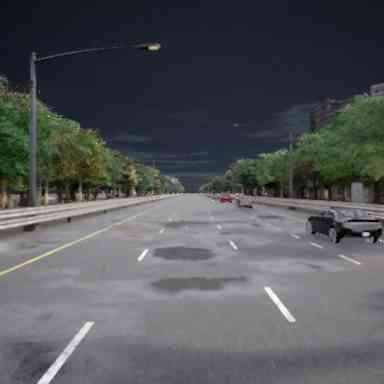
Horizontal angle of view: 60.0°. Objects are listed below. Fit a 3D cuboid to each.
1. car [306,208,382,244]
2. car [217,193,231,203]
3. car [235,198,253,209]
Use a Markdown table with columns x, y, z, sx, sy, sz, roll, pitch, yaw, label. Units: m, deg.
| x | y | z | sx | sy | sz | roll | pitch | yaw | label |
| --- | --- | --- | --- | --- | --- | --- | --- | --- | --- |
| 6.999 | 1.497 | 15.808 | 2.128 | 1.511 | 4.902 | 0 | 0 | 0 | car |
| 7.016 | 1.270 | 70.388 | 2.150 | 2.045 | 5.566 | 0 | 0 | 0 | car |
| 6.997 | 1.563 | 45.378 | 2.033 | 1.411 | 5.357 | 0 | 0 | 0 | car |
